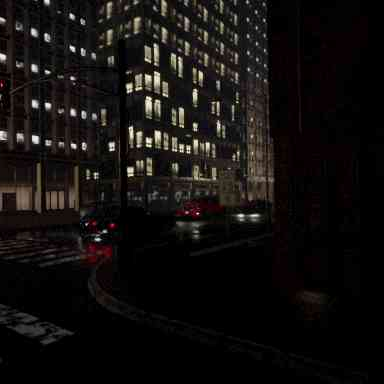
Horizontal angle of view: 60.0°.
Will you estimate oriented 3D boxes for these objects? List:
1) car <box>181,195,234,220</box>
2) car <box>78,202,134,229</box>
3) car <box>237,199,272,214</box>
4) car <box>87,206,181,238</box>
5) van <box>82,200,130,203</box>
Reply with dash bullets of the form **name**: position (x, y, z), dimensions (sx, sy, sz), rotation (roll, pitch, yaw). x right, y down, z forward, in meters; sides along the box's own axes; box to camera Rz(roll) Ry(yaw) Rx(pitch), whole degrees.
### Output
- **car**: position (1.175, 1.305, 29.169), dimensions (2.150, 2.045, 5.566), rotation (-1, -1, 36)
- **car**: position (-4.712, 1.571, 20.981), dimensions (1.837, 1.490, 4.892), rotation (-1, -1, 33)
- **car**: position (7.450, 1.585, 37.907), dimensions (1.882, 1.535, 5.008), rotation (-1, -1, 36)
- **car**: position (-2.931, 1.599, 17.774), dimensions (1.895, 1.301, 4.718), rotation (-1, -1, 35)
- **van**: position (-6.059, 1.460, 23.514), dimensions (1.690, 1.788, 3.998), rotation (-2, -1, 36)
